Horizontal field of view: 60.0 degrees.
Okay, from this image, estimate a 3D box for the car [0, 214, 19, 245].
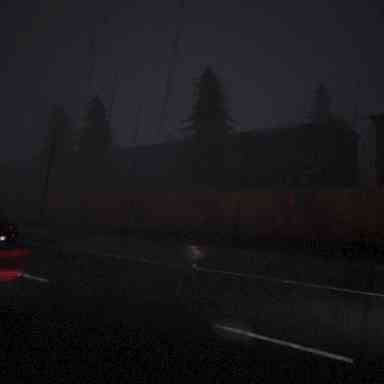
[{"bbox_3d":[-10.071,1.769,15.726,4.892,1.490,1.837,-1,-1,36],"label":"car"}]
